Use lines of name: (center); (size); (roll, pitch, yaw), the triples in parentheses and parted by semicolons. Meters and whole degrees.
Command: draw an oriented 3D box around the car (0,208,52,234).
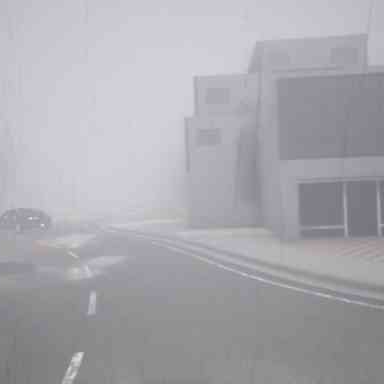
car: (-11.127, 1.824, 21.560); (4.892, 1.490, 1.837); (-2, -1, 34)
